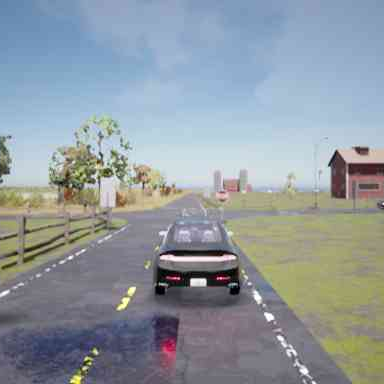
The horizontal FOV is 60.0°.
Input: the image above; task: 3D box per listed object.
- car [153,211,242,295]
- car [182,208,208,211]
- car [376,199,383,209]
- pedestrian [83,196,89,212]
[{"bbox_3d":[0.116,1.471,8.629,2.128,1.511,4.902,0,0,0],"label":"car"},{"bbox_3d":[0.165,1.557,18.766,1.895,1.301,4.718,0,0,1],"label":"car"},{"bbox_3d":[21.524,0.932,34.317,4.553,1.767,2.097,-1,1,1],"label":"car"},{"bbox_3d":[-12.097,1.329,37.660,0.375,1.860,0.375,0,1,1],"label":"pedestrian"}]
